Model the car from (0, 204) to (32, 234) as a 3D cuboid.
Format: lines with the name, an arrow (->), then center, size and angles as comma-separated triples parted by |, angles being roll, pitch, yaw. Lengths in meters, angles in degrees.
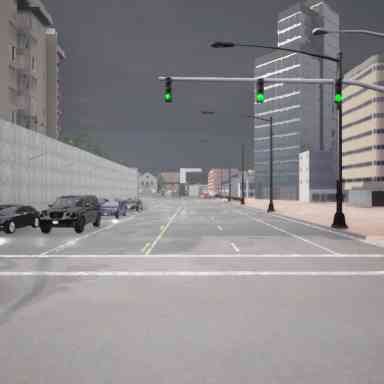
car -> -10.608, 1.505, 19.419 | 1.837, 1.490, 4.892 | 0, 0, 0

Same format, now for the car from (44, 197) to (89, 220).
car -> -10.611, 1.352, 28.487 | 2.097, 1.767, 4.553 | 0, 0, 0

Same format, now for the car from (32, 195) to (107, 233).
car -> -7.104, 1.221, 20.051 | 2.150, 2.045, 5.566 | 0, 0, 0

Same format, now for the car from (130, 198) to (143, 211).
car -> -7.107, 1.491, 40.034 | 2.128, 1.511, 4.902 | 0, 0, 0

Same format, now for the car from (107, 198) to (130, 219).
car -> -7.111, 1.526, 29.692 | 1.812, 1.442, 4.674 | 0, 0, 0

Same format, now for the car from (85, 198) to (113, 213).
car -> -10.609, 1.505, 38.305 | 1.837, 1.490, 4.892 | 0, 0, 0

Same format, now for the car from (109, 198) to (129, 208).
car -> -10.576, 1.601, 48.365 | 1.895, 1.301, 4.718 | 0, 0, 0
